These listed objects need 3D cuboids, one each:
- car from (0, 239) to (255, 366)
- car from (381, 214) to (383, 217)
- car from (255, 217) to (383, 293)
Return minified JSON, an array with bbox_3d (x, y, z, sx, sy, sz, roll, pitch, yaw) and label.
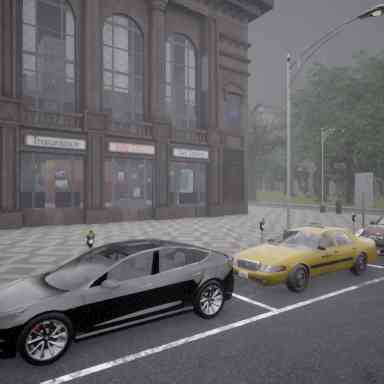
[{"bbox_3d":[-1.170,1.566,5.818,4.313,1.339,1.947,0,0,-36],"label":"car"},{"bbox_3d":[7.676,1.441,12.144,4.097,1.590,1.967,0,0,-36],"label":"car"},{"bbox_3d":[3.115,1.525,8.882,4.829,1.417,1.752,0,0,-36],"label":"car"}]
